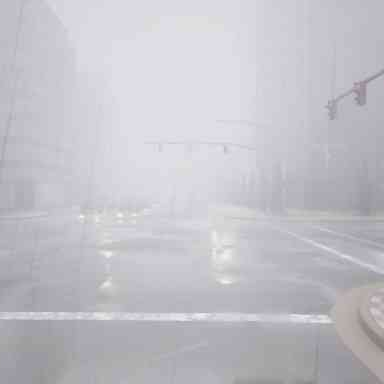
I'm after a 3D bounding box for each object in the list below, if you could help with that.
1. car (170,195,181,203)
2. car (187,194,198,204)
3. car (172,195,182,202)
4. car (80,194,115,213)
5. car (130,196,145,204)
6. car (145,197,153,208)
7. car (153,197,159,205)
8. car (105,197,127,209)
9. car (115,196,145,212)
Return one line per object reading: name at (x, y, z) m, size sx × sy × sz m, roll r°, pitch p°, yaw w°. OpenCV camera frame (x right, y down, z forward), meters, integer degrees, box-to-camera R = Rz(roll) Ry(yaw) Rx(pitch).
car at (-3.402, 1.505, 66.718) m, size 1.837 × 1.490 × 4.892 m, roll 0°, pitch 0°, yaw 0°
car at (0.097, 1.547, 66.143) m, size 2.033 × 1.411 × 5.357 m, roll 0°, pitch 0°, yaw 0°
car at (-3.388, 1.494, 76.045) m, size 2.128 × 1.511 × 4.902 m, roll 0°, pitch 0°, yaw 0°
car at (-10.545, 1.221, 36.780) m, size 2.150 × 2.045 × 5.566 m, roll 0°, pitch 0°, yaw 0°
car at (-10.438, 1.547, 64.420) m, size 2.033 × 1.411 × 5.357 m, roll 0°, pitch 0°, yaw 1°
car at (-7.026, 1.526, 47.107) m, size 1.812 × 1.442 × 4.674 m, roll 0°, pitch 0°, yaw 0°
car at (-6.993, 1.563, 59.096) m, size 1.994 × 1.385 × 4.181 m, roll 0°, pitch 0°, yaw 0°
car at (-10.530, 1.478, 46.477) m, size 1.882 × 1.535 × 5.008 m, roll 0°, pitch 1°, yaw 0°
car at (-7.044, 1.352, 38.123) m, size 2.097 × 1.767 × 4.553 m, roll 0°, pitch 0°, yaw 0°
